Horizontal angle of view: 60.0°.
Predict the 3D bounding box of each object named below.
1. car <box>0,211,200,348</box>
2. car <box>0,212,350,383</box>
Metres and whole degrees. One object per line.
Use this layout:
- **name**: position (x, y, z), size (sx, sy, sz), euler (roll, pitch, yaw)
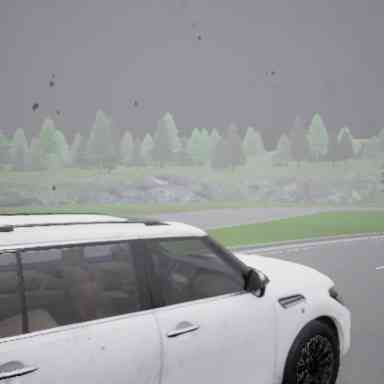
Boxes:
- **car**: position (-2.296, 1.368, 6.423), size (4.553, 1.767, 2.097), euler (0, 0, -36)
- **car**: position (-0.760, 1.230, 3.238), size (5.566, 2.045, 2.150), euler (0, 0, -36)
